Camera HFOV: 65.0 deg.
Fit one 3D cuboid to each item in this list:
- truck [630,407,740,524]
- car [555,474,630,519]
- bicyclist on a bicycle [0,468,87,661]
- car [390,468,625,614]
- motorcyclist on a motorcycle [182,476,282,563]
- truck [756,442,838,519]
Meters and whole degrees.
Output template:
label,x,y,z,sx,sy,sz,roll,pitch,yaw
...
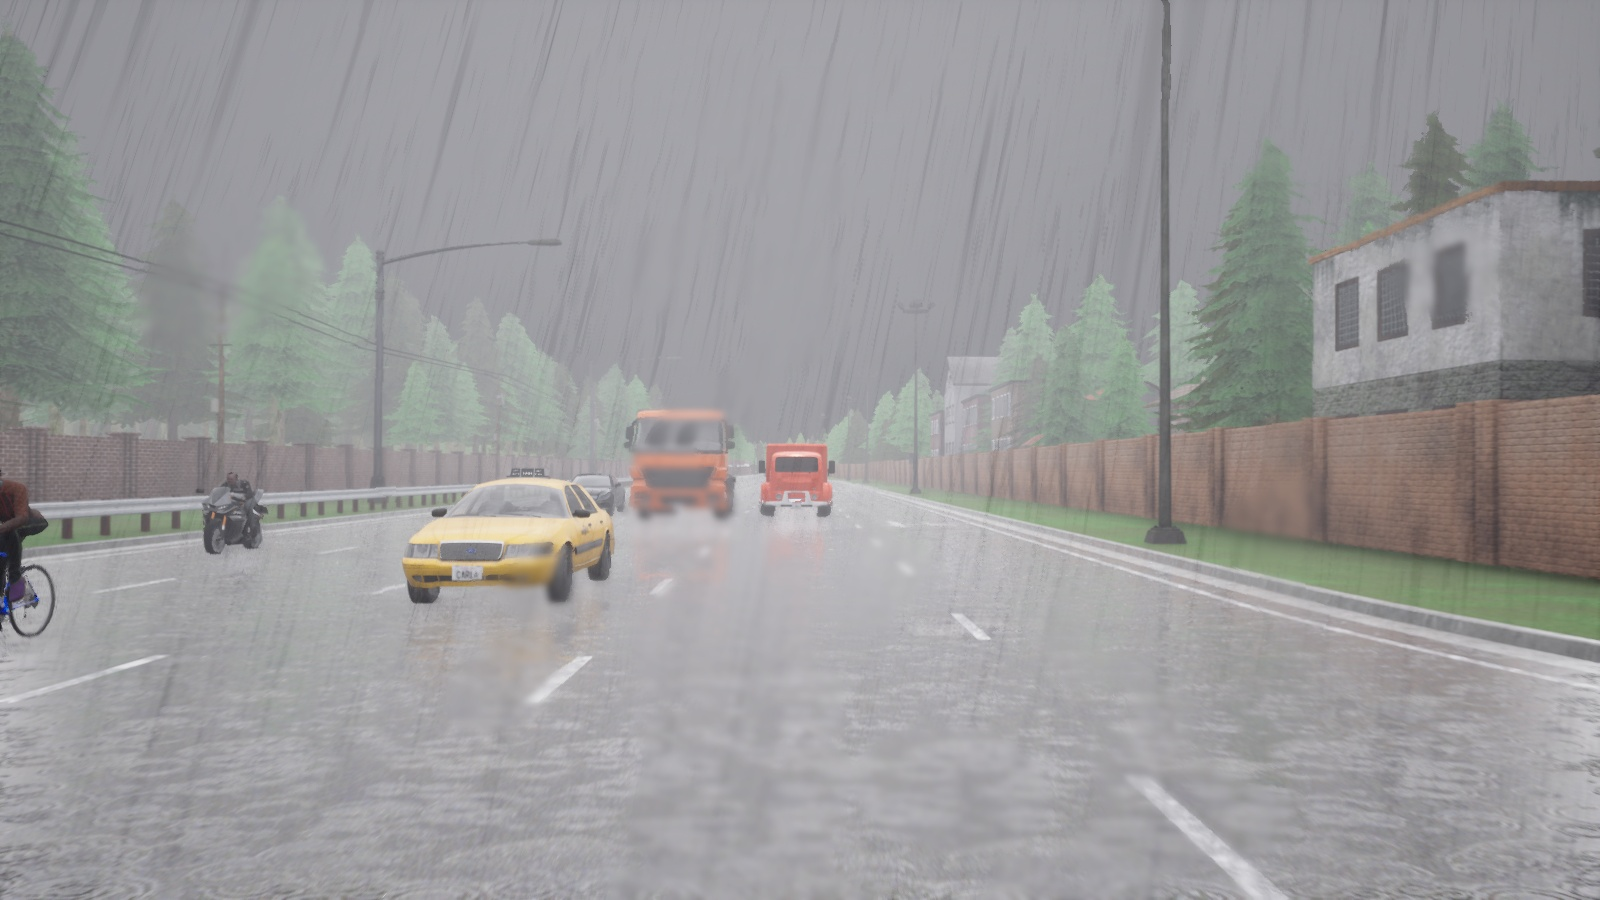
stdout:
label,x,y,z,sx,sy,sz,roll,pitch,yaw
truck,-3.606,0.509,41.259,2.891,3.462,7.936,0,-1,0
car,-7.108,1.566,43.451,1.812,1.442,4.674,0,-1,0
bicyclist on a bicycle,-7.028,0.972,11.044,0.582,1.620,1.656,0,-1,0
car,-3.541,1.028,16.254,1.801,1.575,5.366,0,-1,0
motorcyclist on a motorcycle,-10.558,1.267,23.448,0.866,1.530,2.191,0,-1,0
truck,-0.109,1.022,43.263,2.627,2.467,5.204,0,-1,0
